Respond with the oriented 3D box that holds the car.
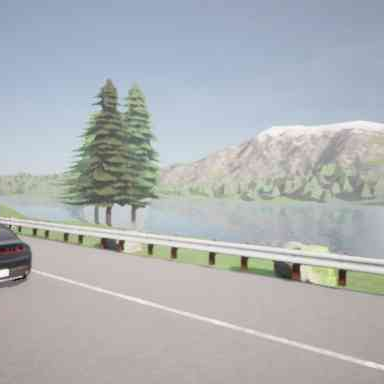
[{"bbox_3d":[-5.973,1.487,8.558,4.892,1.490,1.837,0,0,38],"label":"car"}]
